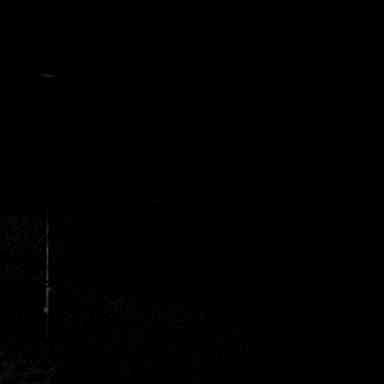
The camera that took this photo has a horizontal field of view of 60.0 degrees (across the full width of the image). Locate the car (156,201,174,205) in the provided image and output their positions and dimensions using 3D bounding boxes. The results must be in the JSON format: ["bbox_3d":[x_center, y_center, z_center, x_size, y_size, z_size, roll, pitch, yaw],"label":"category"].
[{"bbox_3d":[-3.853,1.922,44.362,2.033,1.411,5.357,0,0,36],"label":"car"}]
